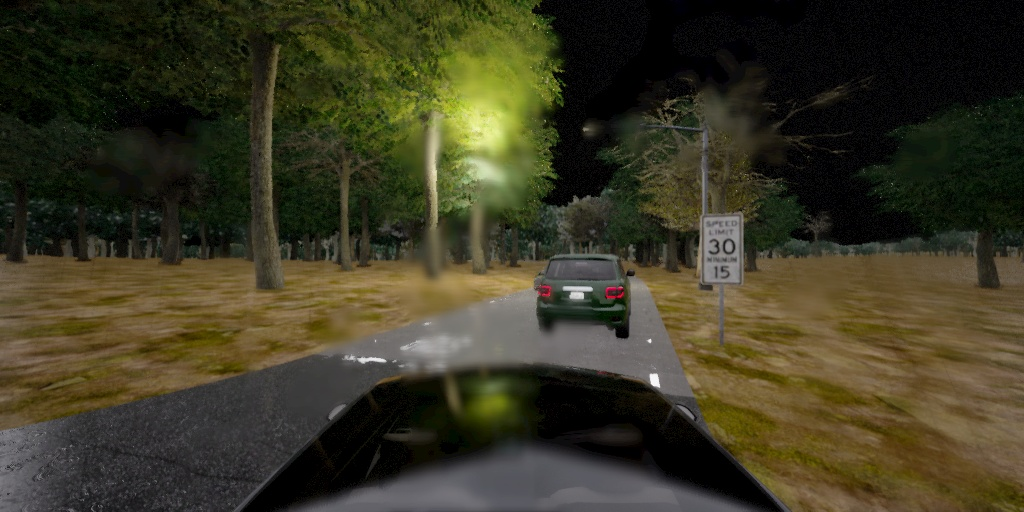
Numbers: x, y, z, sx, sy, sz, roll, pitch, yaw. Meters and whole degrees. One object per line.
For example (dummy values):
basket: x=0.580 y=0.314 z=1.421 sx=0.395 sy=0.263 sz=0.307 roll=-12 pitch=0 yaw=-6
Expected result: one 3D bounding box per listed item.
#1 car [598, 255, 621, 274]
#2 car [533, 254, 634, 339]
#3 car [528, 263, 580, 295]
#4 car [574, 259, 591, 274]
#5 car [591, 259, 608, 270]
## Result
car: x=11.293 y=0.926 z=41.683 sx=2.150 sy=2.045 sz=5.566 roll=0 pitch=0 yaw=11
car: x=2.312 y=0.971 z=10.464 sx=2.150 sy=2.045 sz=5.566 roll=0 pitch=0 yaw=19
car: x=2.613 y=1.248 z=21.142 sx=2.128 sy=1.511 sz=4.902 roll=0 pitch=0 yaw=18
car: x=8.258 y=1.186 z=42.041 sx=1.882 sy=1.535 sz=5.008 roll=0 pitch=0 yaw=11
car: x=12.820 y=1.157 z=52.696 sx=1.812 sy=1.442 sz=4.674 roll=-1 pitch=1 yaw=6
